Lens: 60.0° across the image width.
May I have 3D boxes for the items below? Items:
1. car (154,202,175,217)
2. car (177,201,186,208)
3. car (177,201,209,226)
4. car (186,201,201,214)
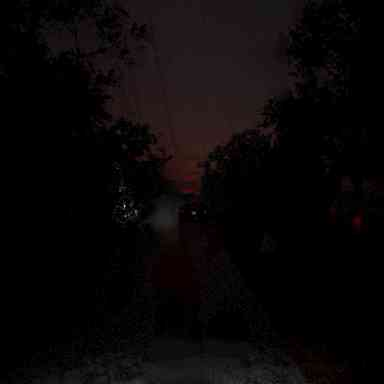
[{"bbox_3d":[-2.798,1.795,34.583,2.128,1.511,4.902,0,-1,0],"label":"car"},{"bbox_3d":[-2.421,2.836,75.905,1.812,1.442,4.674,0,-2,1],"label":"car"},{"bbox_3d":[0.130,1.505,24.804,2.097,1.767,4.553,0,-1,0],"label":"car"},{"bbox_3d":[0.183,1.942,43.041,1.882,1.535,5.008,0,-1,0],"label":"car"}]
